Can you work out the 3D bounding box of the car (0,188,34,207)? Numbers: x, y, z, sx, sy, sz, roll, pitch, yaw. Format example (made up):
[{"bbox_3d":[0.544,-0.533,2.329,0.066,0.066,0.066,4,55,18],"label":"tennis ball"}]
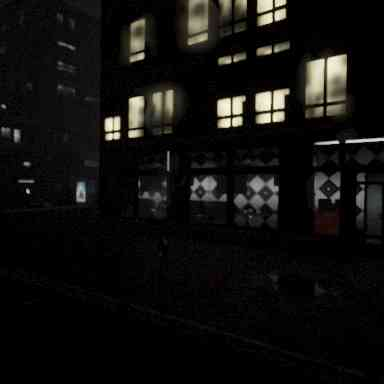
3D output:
[{"bbox_3d":[-16.825,0.548,29.540,2.192,1.841,5.009,2,3,35],"label":"car"}]

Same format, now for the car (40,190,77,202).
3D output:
[{"bbox_3d":[-17.393,0.460,43.388,1.802,1.307,4.206,3,3,35],"label":"car"}]

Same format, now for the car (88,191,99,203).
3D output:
[{"bbox_3d":[-10.483,0.588,38.648,1.947,1.339,4.313,2,3,35],"label":"car"}]

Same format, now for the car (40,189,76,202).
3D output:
[{"bbox_3d":[-16.099,0.454,40.735,1.837,1.490,4.892,1,2,35],"label":"car"}]
